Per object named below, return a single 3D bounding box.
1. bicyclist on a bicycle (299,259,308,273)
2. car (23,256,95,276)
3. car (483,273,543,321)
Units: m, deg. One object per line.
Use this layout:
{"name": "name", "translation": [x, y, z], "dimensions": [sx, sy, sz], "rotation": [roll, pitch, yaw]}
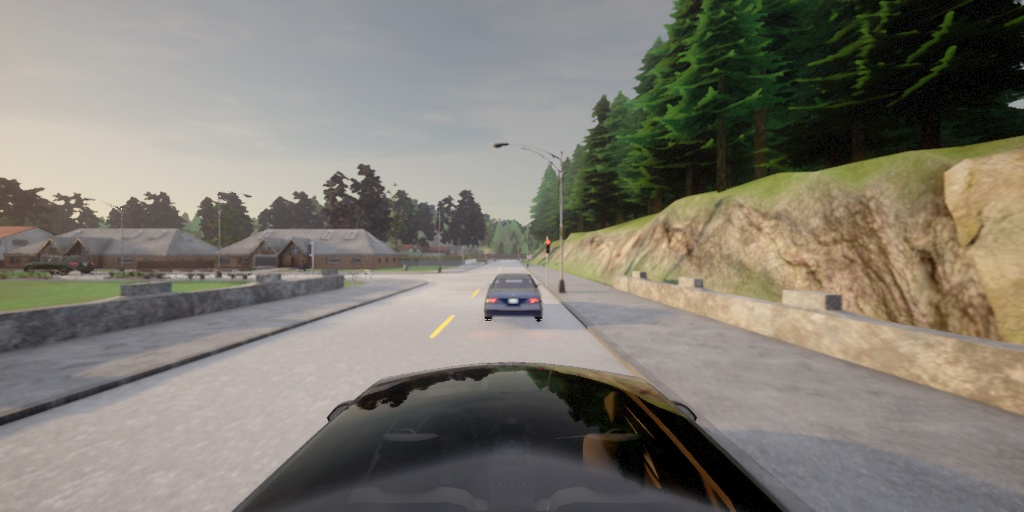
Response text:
{"name": "bicyclist on a bicycle", "translation": [-24.100, 1.114, 41.423], "dimensions": [0.582, 1.620, 1.656], "rotation": [0, 0, 0]}
{"name": "car", "translation": [-46.891, 0.983, 37.203], "dimensions": [5.566, 2.045, 2.150], "rotation": [0, 0, 1]}
{"name": "car", "translation": [0.062, 1.303, 12.522], "dimensions": [2.033, 1.411, 5.357], "rotation": [0, 0, 1]}
